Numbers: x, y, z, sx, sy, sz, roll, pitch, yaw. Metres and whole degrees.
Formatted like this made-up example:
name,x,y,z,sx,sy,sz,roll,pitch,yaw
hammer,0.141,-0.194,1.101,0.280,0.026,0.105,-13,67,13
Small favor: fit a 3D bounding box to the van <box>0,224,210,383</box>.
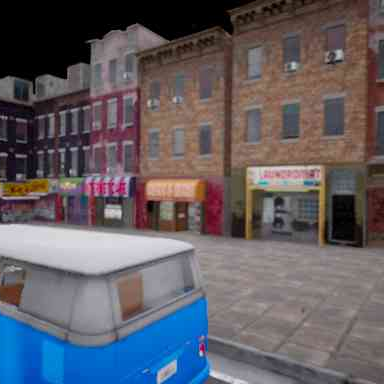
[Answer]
name,x,y,z,sx,sy,sz,roll,pitch,yaw
van,-1.731,1.362,4.020,3.998,1.788,1.690,0,1,36
